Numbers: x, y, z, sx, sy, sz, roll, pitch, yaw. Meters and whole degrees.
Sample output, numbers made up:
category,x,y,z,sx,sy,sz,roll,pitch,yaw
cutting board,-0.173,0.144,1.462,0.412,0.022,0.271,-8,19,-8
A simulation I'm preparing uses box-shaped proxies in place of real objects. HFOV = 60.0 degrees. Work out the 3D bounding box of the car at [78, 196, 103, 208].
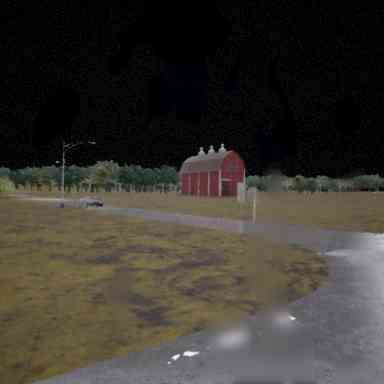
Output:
category,x,y,z,sx,sy,sz,roll,pitch,yaw
car,-12.436,1.187,40.839,1.994,1.385,4.181,2,0,-36
